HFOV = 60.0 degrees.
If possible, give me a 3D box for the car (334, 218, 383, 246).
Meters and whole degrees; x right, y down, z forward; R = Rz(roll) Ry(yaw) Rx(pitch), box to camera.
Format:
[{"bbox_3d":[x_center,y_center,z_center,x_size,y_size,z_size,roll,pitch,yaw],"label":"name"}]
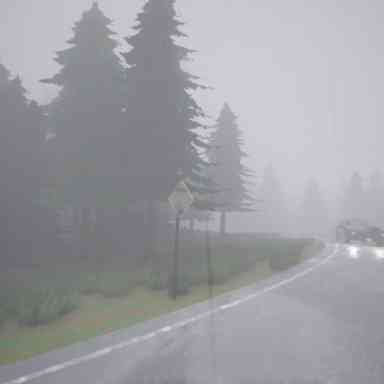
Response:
[{"bbox_3d":[9.498,2.242,19.174,2.033,1.411,5.357,2,-5,15],"label":"car"}]
